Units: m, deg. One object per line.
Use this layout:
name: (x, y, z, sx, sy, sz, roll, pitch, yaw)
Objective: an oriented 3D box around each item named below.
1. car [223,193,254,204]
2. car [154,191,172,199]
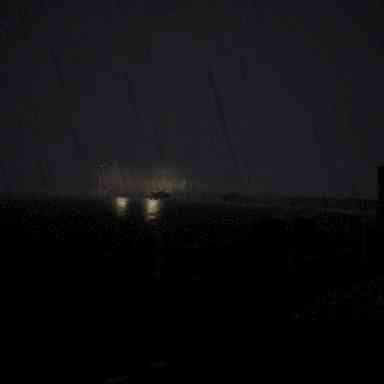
car: (6.388, 0.839, 45.959, 1.882, 1.535, 5.008, 0, 1, -35)
car: (-5.549, 0.565, 62.854, 1.994, 1.385, 4.181, 0, 1, -35)
